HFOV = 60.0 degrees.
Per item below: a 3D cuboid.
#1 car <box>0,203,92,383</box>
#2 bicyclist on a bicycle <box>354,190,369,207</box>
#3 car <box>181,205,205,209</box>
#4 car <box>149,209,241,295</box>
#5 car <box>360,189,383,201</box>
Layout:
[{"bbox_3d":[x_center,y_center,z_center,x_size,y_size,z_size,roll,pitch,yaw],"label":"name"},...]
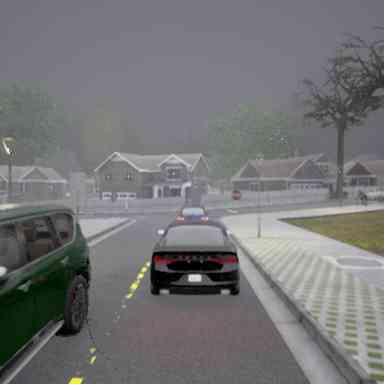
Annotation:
[{"bbox_3d":[-2.839,1.208,3.711,2.150,2.045,5.566,0,0,0],"label":"car"},{"bbox_3d":[16.231,0.590,31.893,0.582,1.620,1.656,-2,2,-25],"label":"bicyclist on a bicycle"},{"bbox_3d":[0.071,1.459,18.533,1.812,1.442,4.674,0,0,1],"label":"car"},{"bbox_3d":[0.083,1.446,8.667,1.882,1.535,5.008,0,0,1],"label":"car"},{"bbox_3d":[23.226,0.291,41.631,4.674,1.442,1.812,-2,2,-25],"label":"car"}]
